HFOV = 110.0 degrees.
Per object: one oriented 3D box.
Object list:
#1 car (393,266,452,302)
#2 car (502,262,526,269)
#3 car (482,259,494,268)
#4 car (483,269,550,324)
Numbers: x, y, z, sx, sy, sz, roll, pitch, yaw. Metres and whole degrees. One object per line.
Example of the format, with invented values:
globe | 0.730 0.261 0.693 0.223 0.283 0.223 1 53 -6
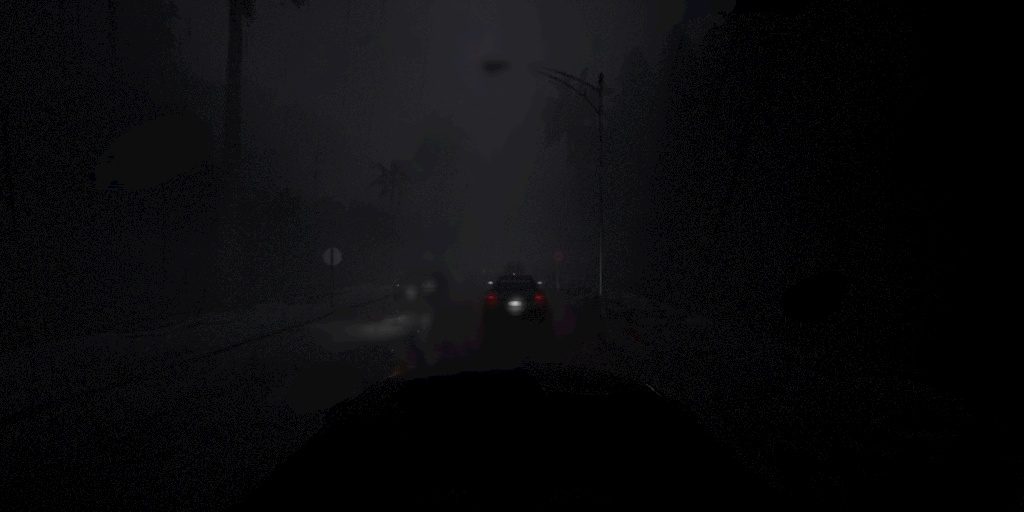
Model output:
car | -4.067 1.236 16.940 2.128 1.511 4.902 0 0 0
car | 0.169 1.252 32.324 1.837 1.490 4.892 0 0 0
car | -3.925 1.232 59.088 2.128 1.511 4.902 0 0 1
car | 0.121 1.313 11.910 1.994 1.385 4.181 0 0 0
